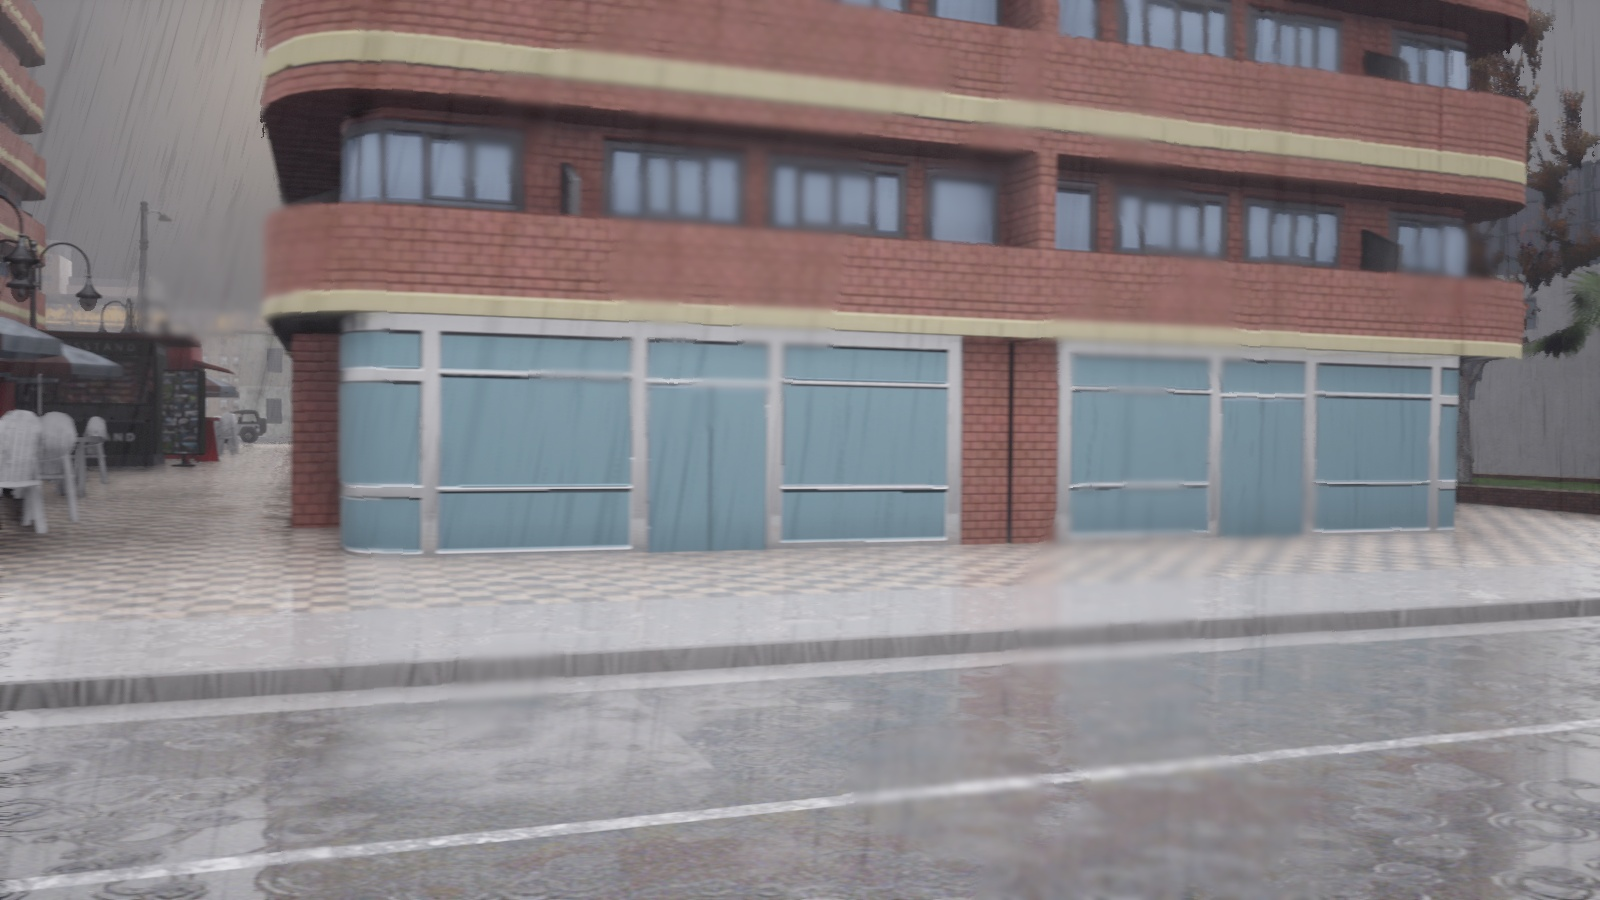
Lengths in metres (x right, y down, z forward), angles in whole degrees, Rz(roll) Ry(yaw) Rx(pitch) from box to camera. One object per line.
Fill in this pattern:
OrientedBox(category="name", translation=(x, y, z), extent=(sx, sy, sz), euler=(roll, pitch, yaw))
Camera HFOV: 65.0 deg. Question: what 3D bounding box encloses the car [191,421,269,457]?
OrientedBox(category="car", translation=(-32.211, -0.631, 71.081), extent=(3.866, 1.878, 1.905), euler=(-2, 1, -20))
